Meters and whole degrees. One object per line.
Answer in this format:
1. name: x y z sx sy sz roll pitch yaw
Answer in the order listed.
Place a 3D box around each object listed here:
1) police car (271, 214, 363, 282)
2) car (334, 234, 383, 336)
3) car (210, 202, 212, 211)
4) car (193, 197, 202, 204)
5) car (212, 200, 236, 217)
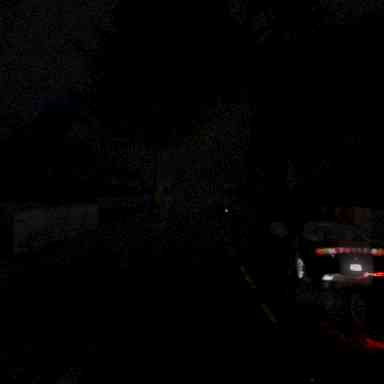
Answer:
1. police car: 3.724 1.493 10.050 1.930 1.638 5.238 1 0 1
2. car: 3.612 1.574 3.938 1.812 1.442 4.674 1 0 1
3. car: 3.539 1.814 45.031 1.994 1.385 4.181 1 0 1
4. car: 1.349 1.890 76.455 2.097 1.767 4.553 1 -1 1
5. car: 3.363 1.743 33.603 1.994 1.385 4.181 1 0 3
